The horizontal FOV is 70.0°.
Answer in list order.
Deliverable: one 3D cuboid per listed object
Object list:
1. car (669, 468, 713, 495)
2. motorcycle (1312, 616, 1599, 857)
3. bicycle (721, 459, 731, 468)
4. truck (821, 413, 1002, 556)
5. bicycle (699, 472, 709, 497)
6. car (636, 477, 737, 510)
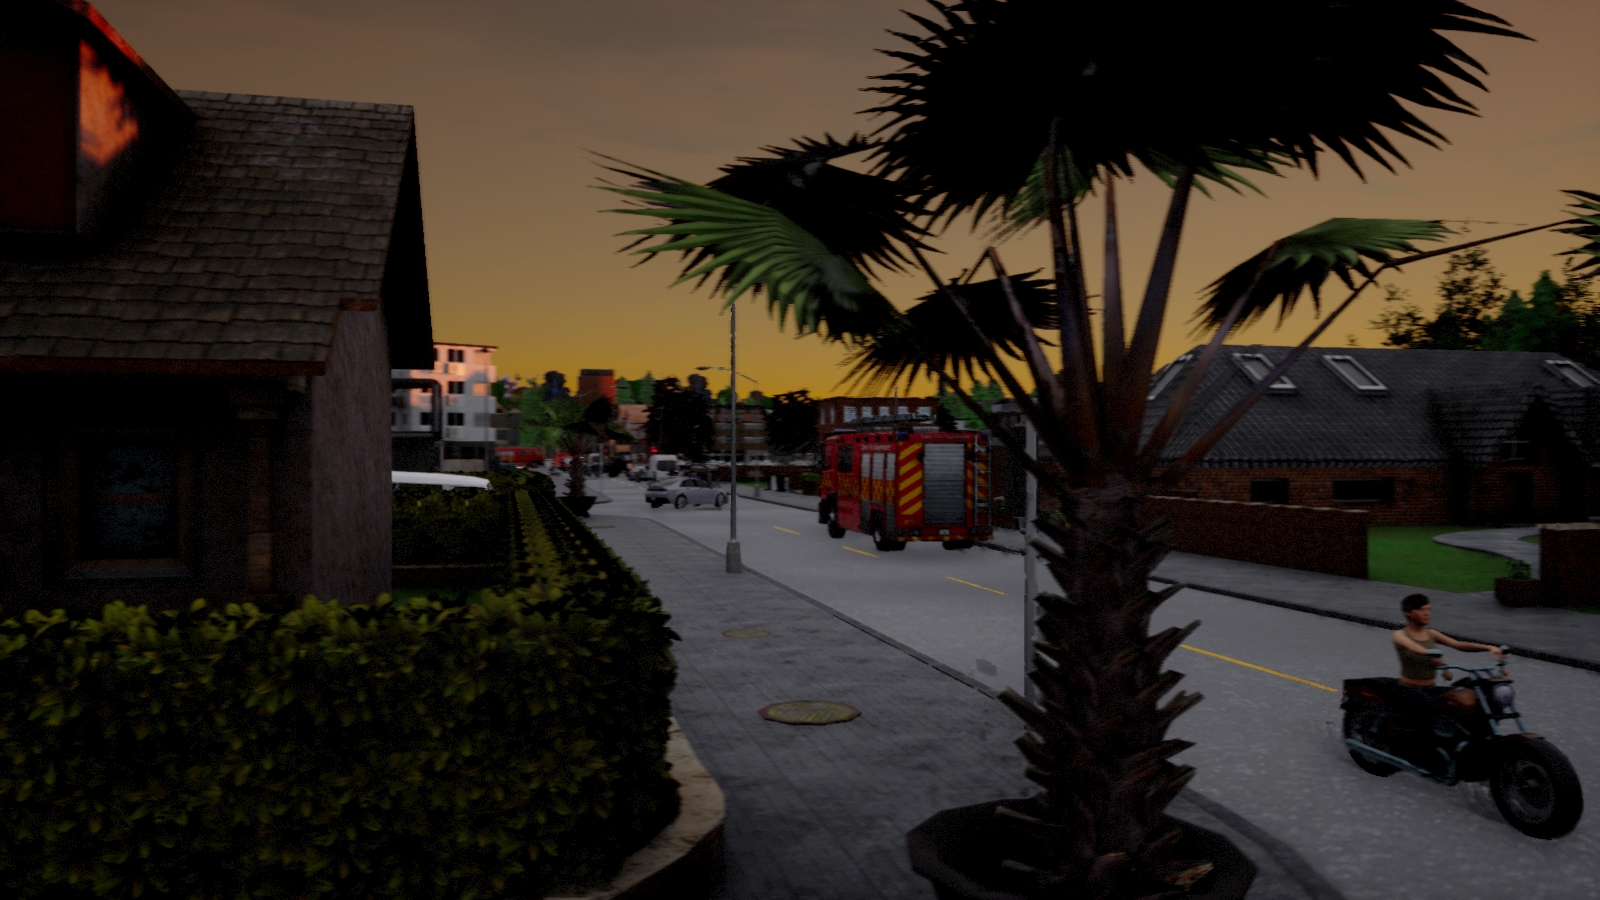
[{"bbox_3d":[-7.272,2.063,76.048,2.242,1.667,4.611,0,0,-14],"label":"car"},{"bbox_3d":[5.201,2.164,9.139,0.764,1.307,2.356,0,0,-13],"label":"motorcycle"},{"bbox_3d":[-12.742,2.301,197.636,1.643,1.496,0.373,0,0,-14],"label":"bicycle"},{"bbox_3d":[3.134,0.932,35.176,2.891,3.827,8.468,0,0,-14],"label":"truck"},{"bbox_3d":[-5.976,2.149,70.976,0.329,1.471,1.835,0,0,-14],"label":"bicycle"},{"bbox_3d":[-5.577,2.130,56.714,2.231,1.480,4.892,0,-1,37],"label":"car"}]
